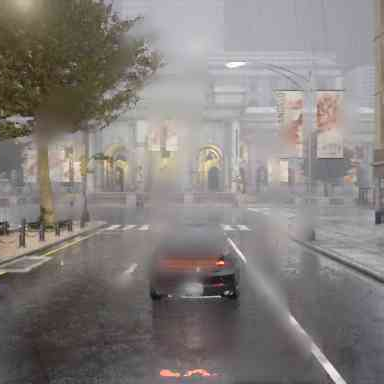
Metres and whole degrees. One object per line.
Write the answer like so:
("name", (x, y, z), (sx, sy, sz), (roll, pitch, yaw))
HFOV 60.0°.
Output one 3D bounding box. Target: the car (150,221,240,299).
("car", (0.064, 1.505, 8.449), (1.837, 1.490, 4.892), (0, 0, 0))
